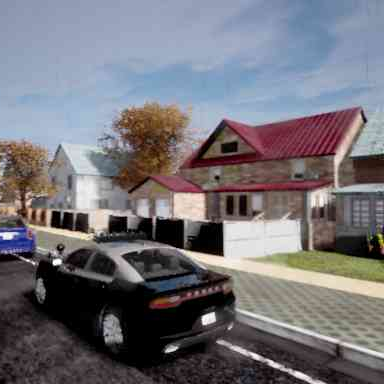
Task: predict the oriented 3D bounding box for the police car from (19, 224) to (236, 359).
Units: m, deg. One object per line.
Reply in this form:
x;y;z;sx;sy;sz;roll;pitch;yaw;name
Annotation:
-1.519;1.625;6.587;1.930;1.638;5.238;2;-2;-43;police car

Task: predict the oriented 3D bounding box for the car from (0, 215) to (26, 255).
-8.221;1.716;13.820;2.097;1.767;4.553;2;-2;-43;car
